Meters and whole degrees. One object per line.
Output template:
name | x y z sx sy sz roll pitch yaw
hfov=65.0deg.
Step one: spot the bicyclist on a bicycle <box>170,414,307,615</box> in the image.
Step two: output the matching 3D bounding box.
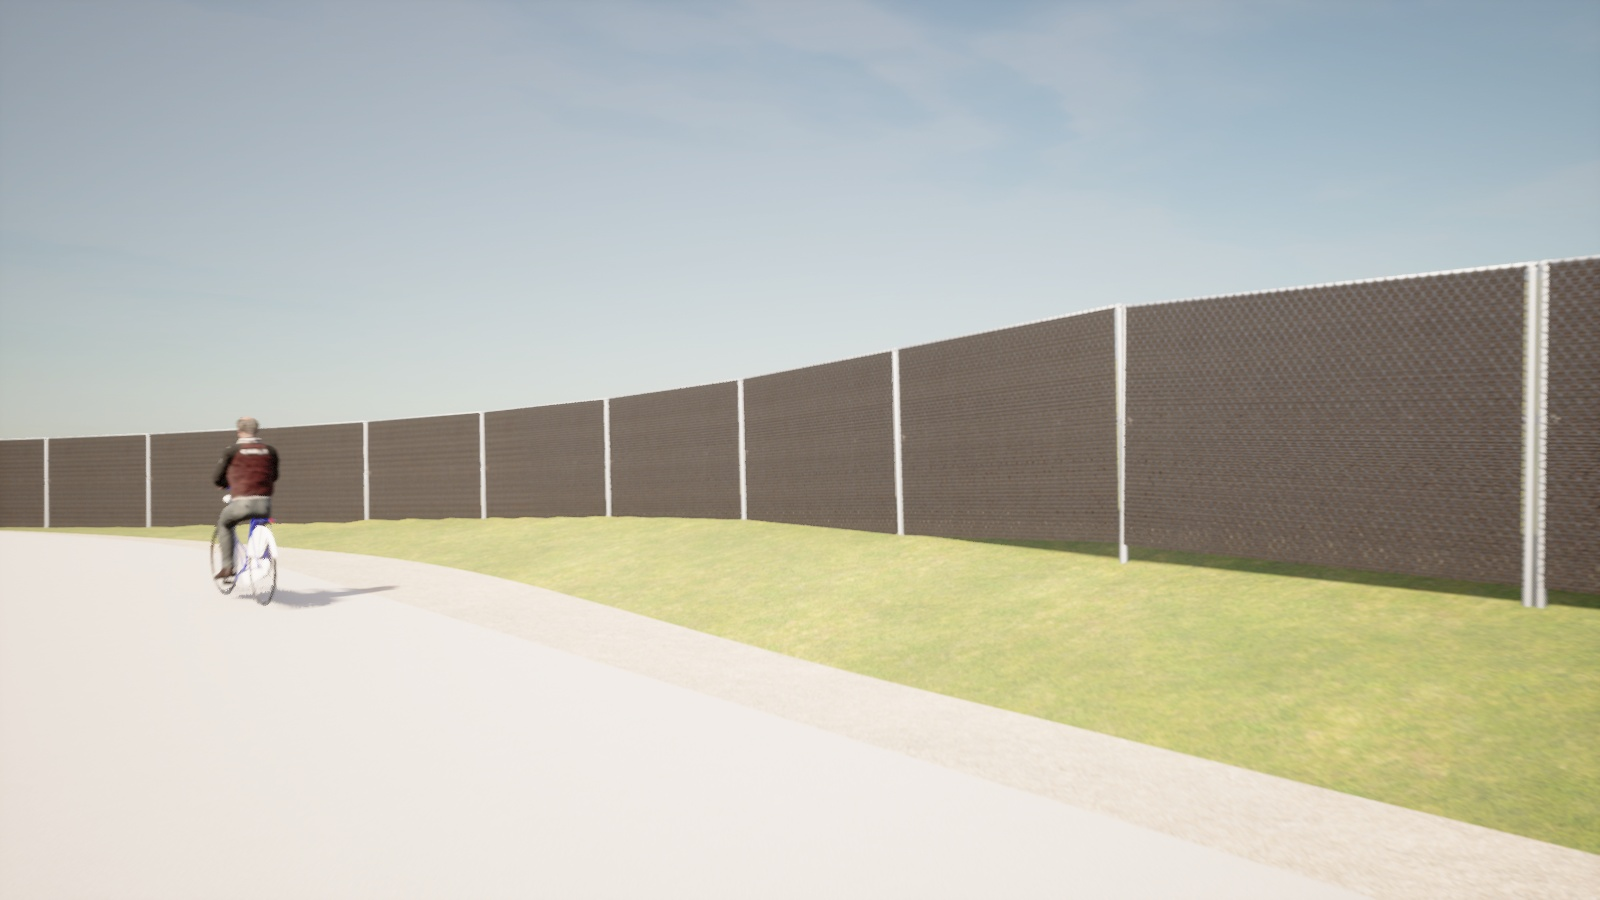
bicyclist on a bicycle | -5.377 0.560 11.971 0.659 1.776 1.843 -1 1 -41
